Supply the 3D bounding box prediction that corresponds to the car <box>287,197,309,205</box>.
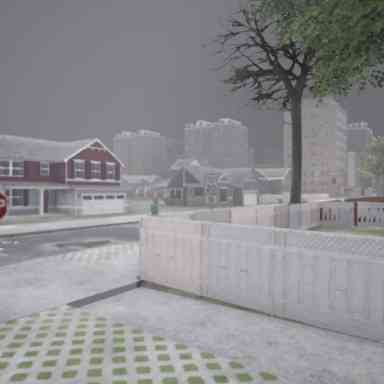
[{"bbox_3d":[14.815,1.390,46.264,2.128,1.511,4.902,0,0,35],"label":"car"}]
